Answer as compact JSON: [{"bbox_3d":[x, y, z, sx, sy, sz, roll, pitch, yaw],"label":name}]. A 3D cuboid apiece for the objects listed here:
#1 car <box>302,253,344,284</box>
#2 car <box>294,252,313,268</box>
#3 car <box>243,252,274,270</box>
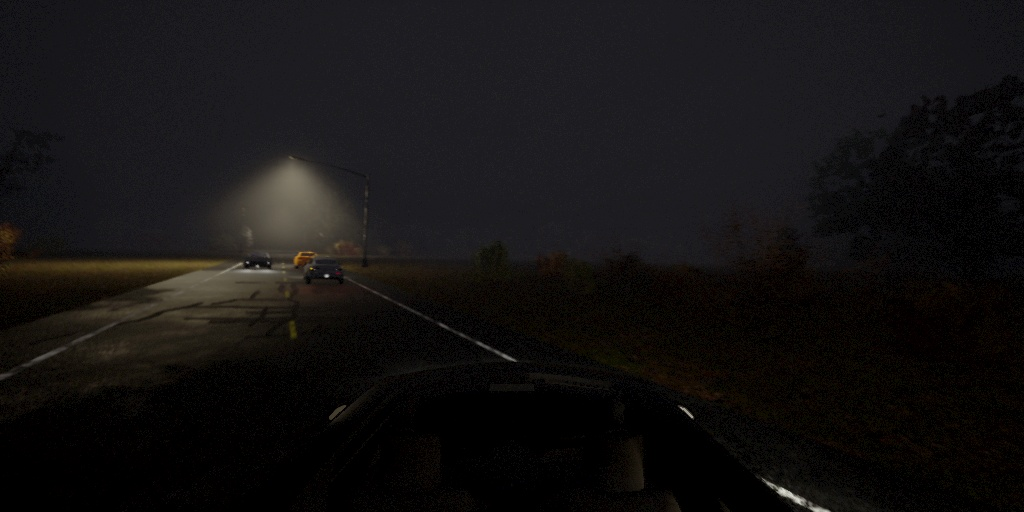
[{"bbox_3d":[-10.981,0.777,20.893,1.812,1.442,4.674,3,0,-32],"label":"car"},{"bbox_3d":[-19.368,0.348,33.880,1.882,1.535,5.008,3,0,-32],"label":"car"},{"bbox_3d":[-20.954,0.345,29.770,2.033,1.411,5.357,3,0,-33],"label":"car"}]
